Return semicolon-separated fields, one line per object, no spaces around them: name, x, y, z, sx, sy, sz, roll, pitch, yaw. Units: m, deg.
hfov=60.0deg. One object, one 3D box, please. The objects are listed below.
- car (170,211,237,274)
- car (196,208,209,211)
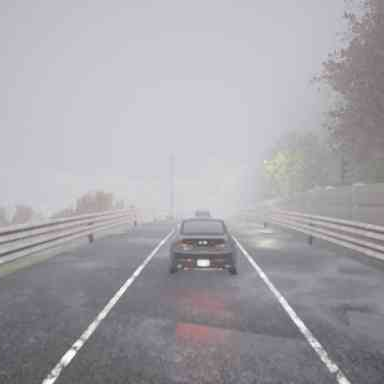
car;0.343;1.554;10.733;1.837;1.490;4.892;0;-1;1
car;1.292;2.647;39.479;1.882;1.535;5.008;0;-4;3
